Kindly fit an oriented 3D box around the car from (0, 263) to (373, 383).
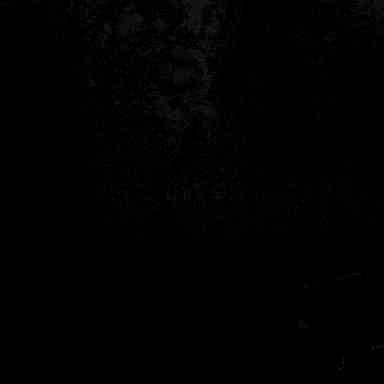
[{"bbox_3d":[-0.238,1.555,3.576,5.357,1.411,2.033,0,0,-35],"label":"car"}]
